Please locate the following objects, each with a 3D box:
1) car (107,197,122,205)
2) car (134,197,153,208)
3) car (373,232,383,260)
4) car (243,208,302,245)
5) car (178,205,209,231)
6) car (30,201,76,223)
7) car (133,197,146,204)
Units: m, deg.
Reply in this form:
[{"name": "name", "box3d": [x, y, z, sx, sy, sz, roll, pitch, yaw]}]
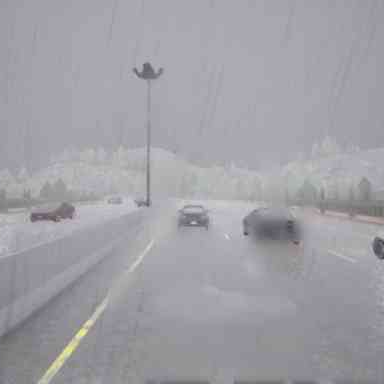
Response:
[{"name": "car", "box3d": [-14.045, 1.582, 60.700, 2.128, 1.511, 4.902, 0, 0, 1]}, {"name": "car", "box3d": [-7.078, 1.654, 50.155, 1.895, 1.301, 4.718, 0, 0, 0]}, {"name": "car", "box3d": [7.099, 1.526, 9.453, 1.812, 1.442, 4.674, 0, 0, 0]}, {"name": "car", "box3d": [3.597, 1.479, 15.661, 1.882, 1.535, 5.008, 0, 0, 0]}, {"name": "car", "box3d": [0.097, 1.530, 20.656, 1.812, 1.442, 4.674, 0, 0, 0]}, {"name": "car", "box3d": [-10.601, 1.485, 25.676, 1.882, 1.535, 5.008, 0, 0, 0]}, {"name": "car", "box3d": [-10.575, 1.650, 67.312, 2.033, 1.411, 5.357, 0, 0, -1]}]
